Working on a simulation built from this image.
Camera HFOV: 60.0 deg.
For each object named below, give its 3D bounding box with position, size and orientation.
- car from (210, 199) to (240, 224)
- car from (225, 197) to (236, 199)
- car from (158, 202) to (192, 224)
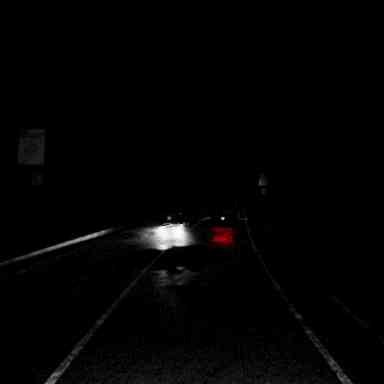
[{"bbox_3d":[2.391,1.521,24.631,1.837,1.490,4.892,-1,0,8],"label":"car"},{"bbox_3d":[4.812,1.391,41.380,2.097,1.767,4.553,-1,0,8],"label":"car"},{"bbox_3d":[-1.219,1.553,25.492,2.128,1.511,4.902,-1,0,9],"label":"car"}]
